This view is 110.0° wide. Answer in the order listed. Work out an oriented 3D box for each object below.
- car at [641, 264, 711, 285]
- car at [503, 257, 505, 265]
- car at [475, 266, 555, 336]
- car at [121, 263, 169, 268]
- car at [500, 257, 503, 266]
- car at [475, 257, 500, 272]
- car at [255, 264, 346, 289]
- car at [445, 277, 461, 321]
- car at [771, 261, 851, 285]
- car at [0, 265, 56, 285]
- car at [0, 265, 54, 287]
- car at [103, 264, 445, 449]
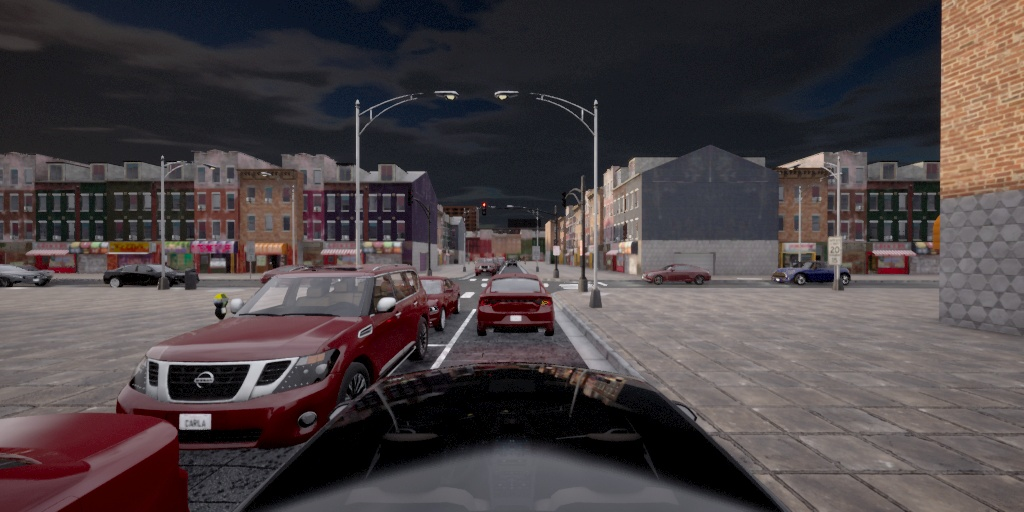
[{"bbox_3d":[11.735,1.284,25.721,4.674,1.442,1.812,0,0,2],"label":"car"},{"bbox_3d":[-2.682,1.337,64.484,2.007,1.370,4.403,0,0,0],"label":"car"},{"bbox_3d":[0.090,1.227,10.405,1.882,1.535,5.008,0,0,0],"label":"car"},{"bbox_3d":[-22.812,1.222,22.811,5.008,1.535,1.882,0,0,0],"label":"car"},{"bbox_3d":[-2.670,1.081,48.204,2.192,1.841,5.009,0,0,0],"label":"car"},{"bbox_3d":[-2.663,1.073,37.351,2.192,1.841,5.009,0,0,0],"label":"car"},{"bbox_3d":[-13.354,1.278,22.837,4.674,1.442,1.812,0,0,-1],"label":"car"},{"bbox_3d":[-2.645,1.294,10.941,1.888,1.381,4.507,0,0,0],"label":"car"},{"bbox_3d":[21.308,1.124,25.711,4.553,1.767,2.097,0,0,0],"label":"car"},{"bbox_3d":[-36.346,1.321,25.774,4.718,1.301,1.895,0,0,0],"label":"car"},{"bbox_3d":[-32.609,1.266,22.820,4.674,1.442,1.812,0,0,0],"label":"car"},{"bbox_3d":[-2.642,1.064,5.508,2.192,1.841,5.009,0,0,0],"label":"car"}]
